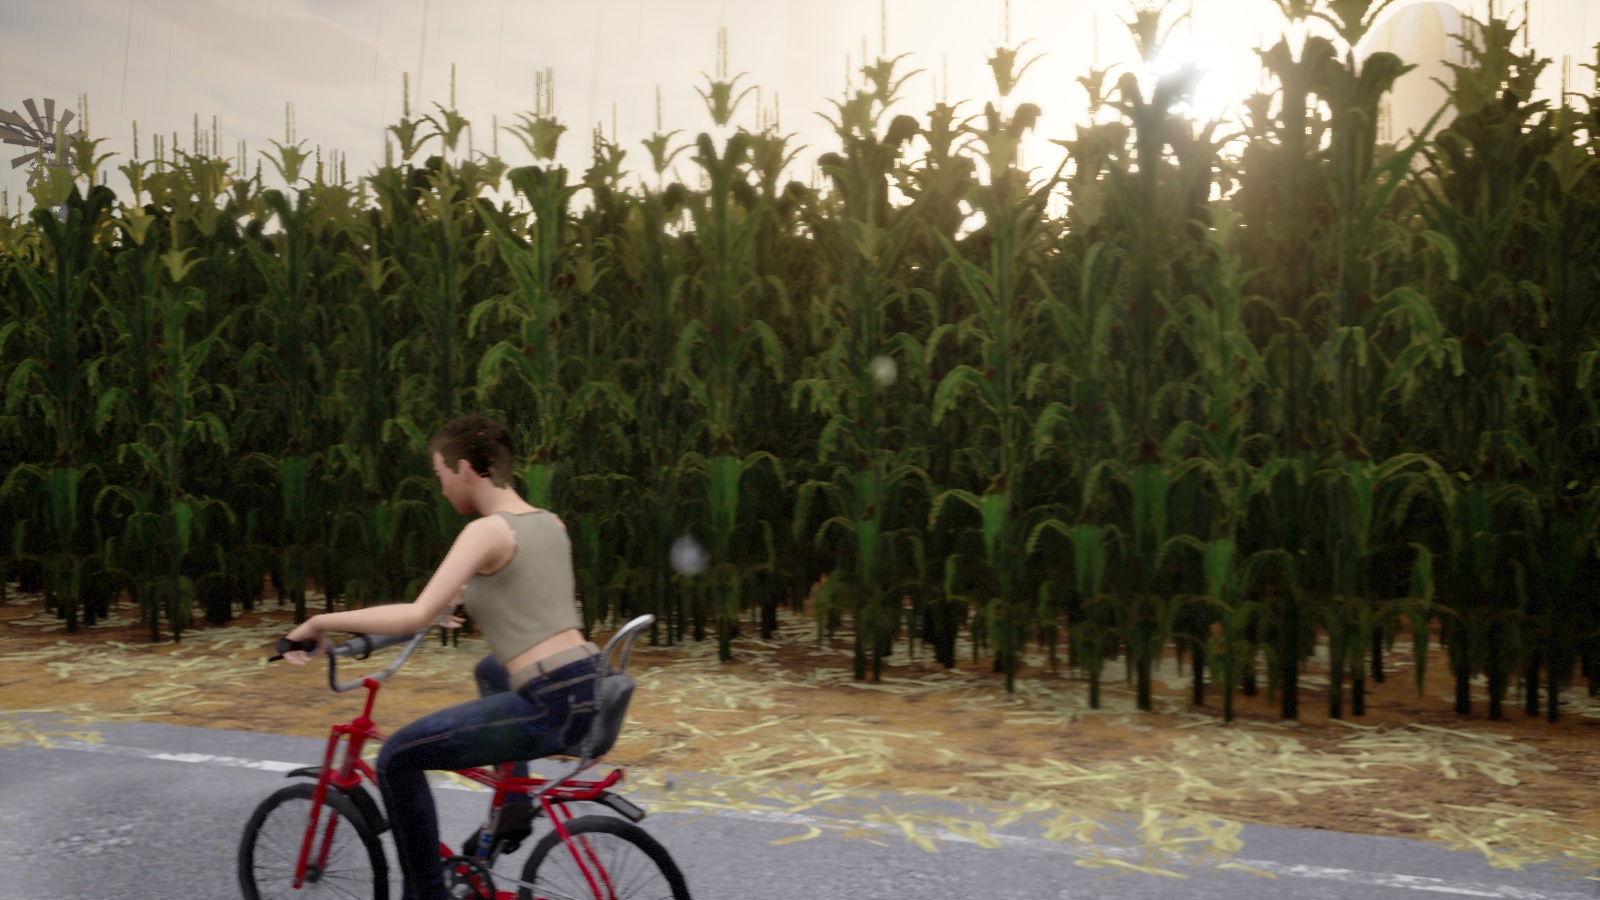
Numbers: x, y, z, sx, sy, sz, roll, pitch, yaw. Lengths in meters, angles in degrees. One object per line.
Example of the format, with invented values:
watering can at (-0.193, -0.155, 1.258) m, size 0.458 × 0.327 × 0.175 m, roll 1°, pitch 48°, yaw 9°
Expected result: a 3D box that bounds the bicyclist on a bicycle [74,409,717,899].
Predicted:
bicyclist on a bicycle at (-1.104, 0.698, 3.558) m, size 1.509 × 1.612 × 0.866 m, roll 1°, pitch 1°, yaw 19°
